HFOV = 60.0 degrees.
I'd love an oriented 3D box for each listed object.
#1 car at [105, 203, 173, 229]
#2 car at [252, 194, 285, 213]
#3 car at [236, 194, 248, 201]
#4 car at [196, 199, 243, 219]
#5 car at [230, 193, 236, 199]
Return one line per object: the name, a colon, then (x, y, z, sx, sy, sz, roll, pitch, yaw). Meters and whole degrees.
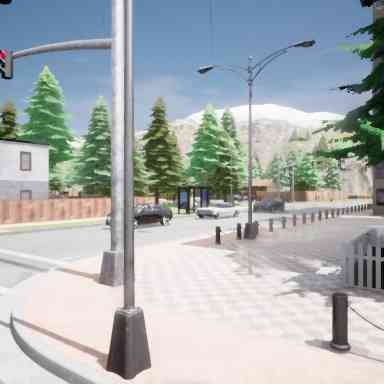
car: (-3.267, 1.476, 21.264, 2.128, 1.511, 4.902, 0, 0, 37)
car: (8.544, 1.337, 36.763, 2.097, 1.767, 4.553, 0, 0, 38)
car: (12.935, 1.144, 77.994, 1.932, 1.855, 4.605, 0, 0, 36)
car: (2.353, 1.586, 28.654, 1.895, 1.301, 4.718, 0, 0, 37)
car: (10.671, 1.146, 79.154, 1.905, 1.878, 3.866, 0, 0, 36)
